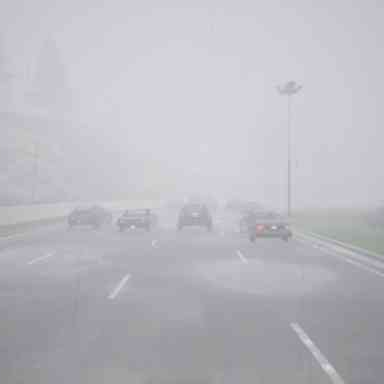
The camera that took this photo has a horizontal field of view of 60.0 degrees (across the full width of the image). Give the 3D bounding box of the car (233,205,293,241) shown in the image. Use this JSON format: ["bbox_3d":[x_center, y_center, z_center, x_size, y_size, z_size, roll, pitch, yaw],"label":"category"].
[{"bbox_3d":[3.616,1.628,17.132,2.033,1.411,5.357,0,0,0],"label":"car"}]

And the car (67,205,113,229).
[{"bbox_3d":[-6.739,1.597,22.512,2.128,1.511,4.902,0,0,2],"label":"car"}]

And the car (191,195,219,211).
[{"bbox_3d":[1.495,1.415,41.299,2.150,2.045,5.566,0,0,26],"label":"car"}]

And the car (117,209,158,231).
[{"bbox_3d":[-3.295,1.700,21.131,1.895,1.301,4.718,0,0,2],"label":"car"}]

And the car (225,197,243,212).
[{"bbox_3d":[5.869,1.547,41.898,2.097,1.767,4.553,0,0,28],"label":"car"}]

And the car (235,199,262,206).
[{"bbox_3d":[6.626,1.716,35.991,2.033,1.411,5.357,0,0,22],"label":"car"}]

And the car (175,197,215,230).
[{"bbox_3d":[0.278,1.456,22.278,2.097,1.767,4.553,0,0,3],"label":"car"}]

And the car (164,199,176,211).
[{"bbox_3d":[-1.862,1.691,42.736,2.128,1.511,4.902,0,0,25],"label":"car"}]
